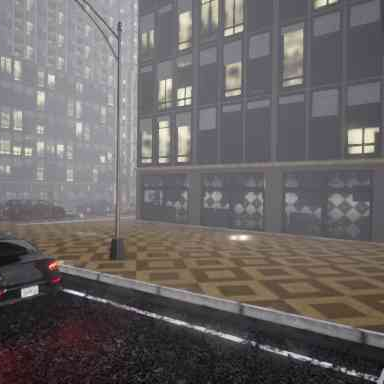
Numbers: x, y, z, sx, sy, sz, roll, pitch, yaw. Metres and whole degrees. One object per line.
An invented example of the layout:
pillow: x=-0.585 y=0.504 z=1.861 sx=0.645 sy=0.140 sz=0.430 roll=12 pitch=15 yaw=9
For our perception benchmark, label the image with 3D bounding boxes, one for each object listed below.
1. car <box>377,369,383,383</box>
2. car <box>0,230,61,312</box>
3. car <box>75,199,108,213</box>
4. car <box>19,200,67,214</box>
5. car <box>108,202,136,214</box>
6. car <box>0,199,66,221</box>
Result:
car: x=3.259 y=1.353 z=1.362 sx=4.553 sy=1.767 sz=2.097 roll=0 pitch=0 yaw=35
car: x=-4.630 y=1.522 z=6.976 sx=4.674 sy=1.442 sz=1.812 roll=0 pitch=0 yaw=35
car: x=-12.112 y=1.709 z=41.138 sx=1.837 sy=1.490 sz=4.892 roll=1 pitch=0 yaw=36
car: x=-17.226 y=1.643 z=38.582 sx=1.752 sy=1.417 sz=4.829 roll=1 pitch=0 yaw=36
car: x=-6.930 y=1.830 z=38.425 sx=1.752 sy=1.417 sz=4.829 roll=1 pitch=0 yaw=36
car: x=-13.722 y=1.520 z=29.209 sx=2.192 sy=1.841 sz=5.009 roll=1 pitch=0 yaw=36
